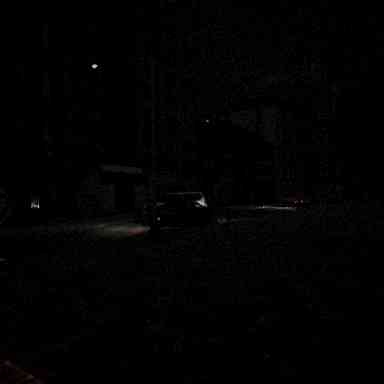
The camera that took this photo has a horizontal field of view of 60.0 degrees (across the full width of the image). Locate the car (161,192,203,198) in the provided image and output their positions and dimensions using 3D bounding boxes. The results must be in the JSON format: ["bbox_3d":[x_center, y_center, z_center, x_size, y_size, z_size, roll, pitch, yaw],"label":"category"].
[{"bbox_3d":[-1.052,1.018,23.649,2.150,2.045,5.566,-2,0,35],"label":"car"}]

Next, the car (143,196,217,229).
[{"bbox_3d":[-0.366,1.243,19.627,1.882,1.535,5.008,-2,0,35],"label":"car"}]

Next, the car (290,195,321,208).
[{"bbox_3d":[14.176,1.151,40.609,2.033,1.411,5.357,-2,-1,35],"label":"car"}]

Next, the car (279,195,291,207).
[{"bbox_3d":[13.052,1.140,43.859,1.882,1.535,5.008,-2,-1,35],"label":"car"}]
